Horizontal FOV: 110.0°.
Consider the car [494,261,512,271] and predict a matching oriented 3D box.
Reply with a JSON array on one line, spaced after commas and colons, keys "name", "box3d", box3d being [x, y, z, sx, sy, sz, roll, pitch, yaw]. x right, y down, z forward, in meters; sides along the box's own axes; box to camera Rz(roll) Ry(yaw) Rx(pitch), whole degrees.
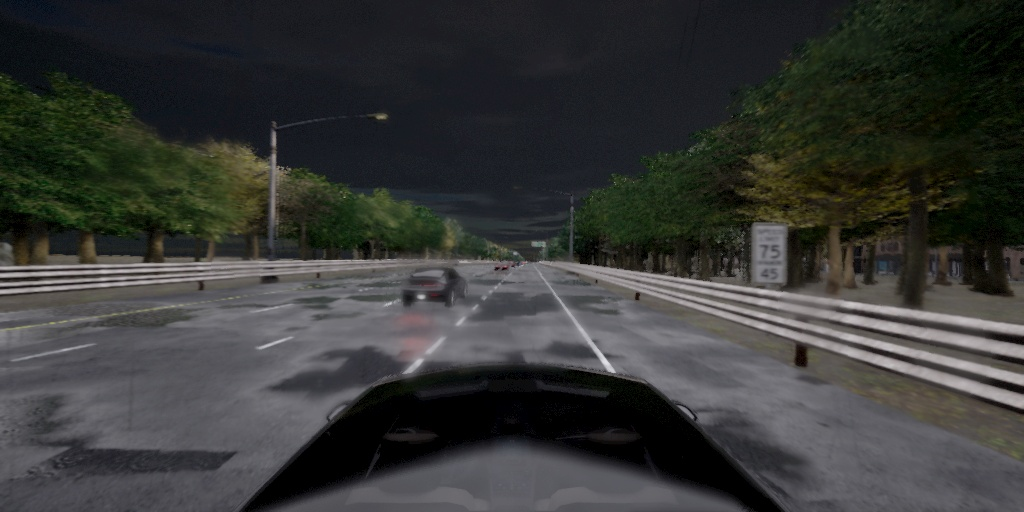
[{"name": "car", "box3d": [-1.432, 1.500, 52.255, 1.895, 1.301, 4.718, 1, -1, 3]}]

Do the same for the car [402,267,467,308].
[{"name": "car", "box3d": [-3.106, 1.211, 15.133, 1.837, 1.490, 4.892, 1, 0, 2]}]
